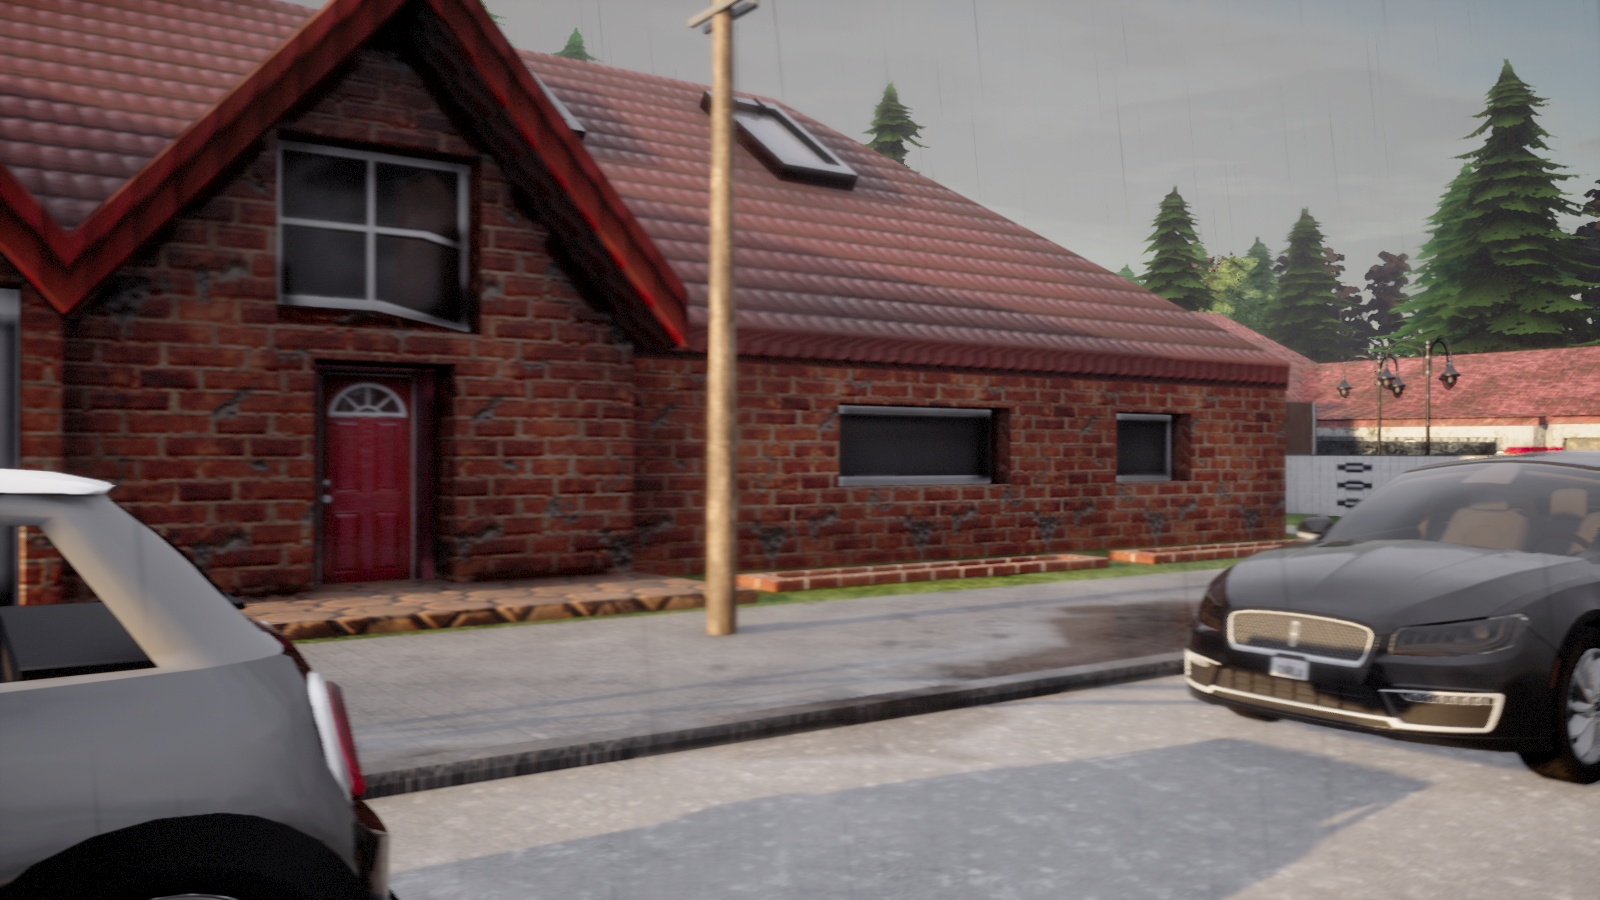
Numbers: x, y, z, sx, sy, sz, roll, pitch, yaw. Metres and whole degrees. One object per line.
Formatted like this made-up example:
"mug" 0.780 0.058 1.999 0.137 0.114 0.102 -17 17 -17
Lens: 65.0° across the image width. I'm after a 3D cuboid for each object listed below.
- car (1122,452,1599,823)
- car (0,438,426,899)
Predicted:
"car" 4.214 0.758 7.204 4.892 1.490 1.837 0 0 -35
"car" -2.875 0.722 2.252 3.806 1.475 1.970 0 0 -34
